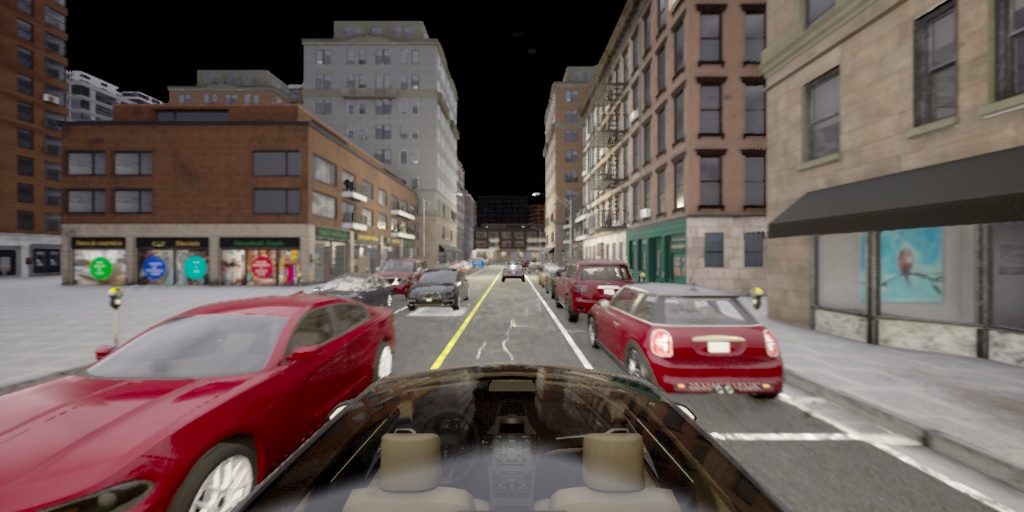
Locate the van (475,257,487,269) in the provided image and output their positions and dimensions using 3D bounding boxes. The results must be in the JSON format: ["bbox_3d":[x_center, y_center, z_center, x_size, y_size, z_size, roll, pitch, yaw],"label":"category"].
[{"bbox_3d":[-5.379,1.090,57.469,1.690,1.789,3.998,0,0,0],"label":"van"}]

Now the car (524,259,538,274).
[{"bbox_3d":[2.643,1.299,40.482,2.007,1.370,4.403,0,0,0],"label":"car"}]

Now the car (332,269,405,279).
[{"bbox_3d":[-5.386,1.300,12.174,2.007,1.370,4.403,0,0,0],"label":"car"}]

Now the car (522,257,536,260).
[{"bbox_3d":[2.645,1.064,51.806,2.192,1.841,5.009,0,0,0],"label":"car"}]

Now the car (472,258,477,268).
[{"bbox_3d":[-5.382,1.274,40.314,1.751,1.417,4.829,0,0,0],"label":"car"}]

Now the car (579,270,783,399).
[{"bbox_3d":[2.638,1.190,6.511,1.967,1.591,4.097,0,0,0],"label":"car"}]

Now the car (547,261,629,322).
[{"bbox_3d":[2.639,1.064,12.173,2.192,1.841,5.009,0,0,0],"label":"car"}]

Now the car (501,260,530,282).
[{"bbox_3d":[0.104,1.297,29.171,2.033,1.411,5.357,0,0,0],"label":"car"}]

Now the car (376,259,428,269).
[{"bbox_3d":[-5.385,1.064,17.836,2.192,1.841,5.009,0,0,0],"label":"car"}]

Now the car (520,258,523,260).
[{"bbox_3d":[0.108,1.313,47.896,1.994,1.385,4.181,0,0,0],"label":"car"}]

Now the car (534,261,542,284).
[{"bbox_3d":[2.640,1.275,23.666,1.751,1.417,4.829,0,0,0],"label":"car"}]

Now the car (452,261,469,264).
[{"bbox_3d":[-5.383,1.331,34.822,1.802,1.307,4.207,0,0,0],"label":"car"}]

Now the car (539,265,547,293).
[{"bbox_3d":[2.640,1.315,17.835,1.948,1.339,4.313,0,0,0],"label":"car"}]

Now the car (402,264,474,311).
[{"bbox_3d":[-2.834,1.254,14.650,1.837,1.490,4.892,0,0,0],"label":"car"}]

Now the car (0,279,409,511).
[{"bbox_3d":[-2.851,1.228,4.009,1.882,1.535,5.008,0,0,0],"label":"car"}]
